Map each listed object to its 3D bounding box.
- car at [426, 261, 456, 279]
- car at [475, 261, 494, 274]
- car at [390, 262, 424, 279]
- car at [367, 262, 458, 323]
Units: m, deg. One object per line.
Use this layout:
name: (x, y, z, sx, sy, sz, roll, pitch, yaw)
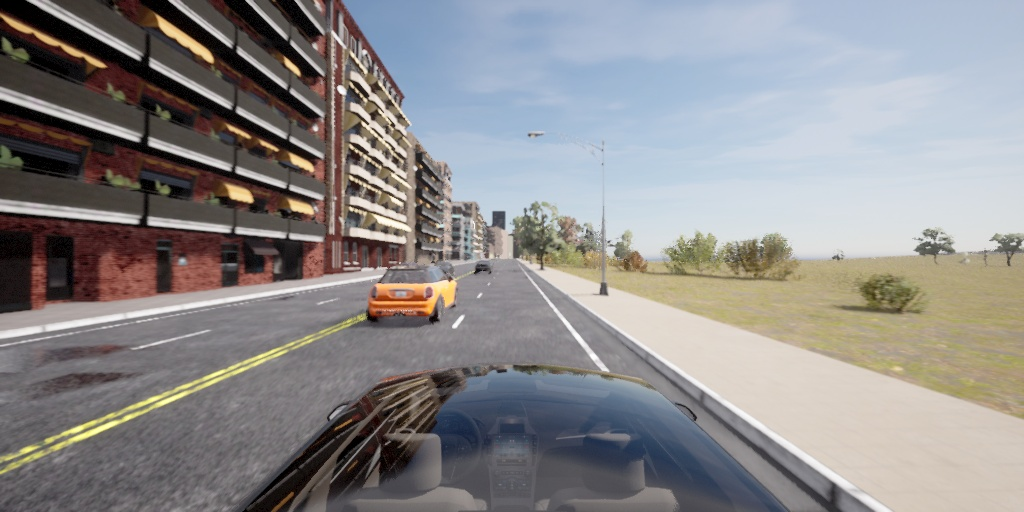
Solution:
car: (-6.517, 1.276, 33.516, 1.837, 1.490, 4.892, 0, 0, 0)
car: (-3.171, 1.261, 41.084, 1.837, 1.490, 4.892, 0, 0, 0)
car: (-9.766, 1.321, 33.706, 1.994, 1.385, 4.181, 0, 0, 0)
car: (-3.155, 1.105, 12.313, 2.097, 1.767, 4.553, 0, 0, 0)
